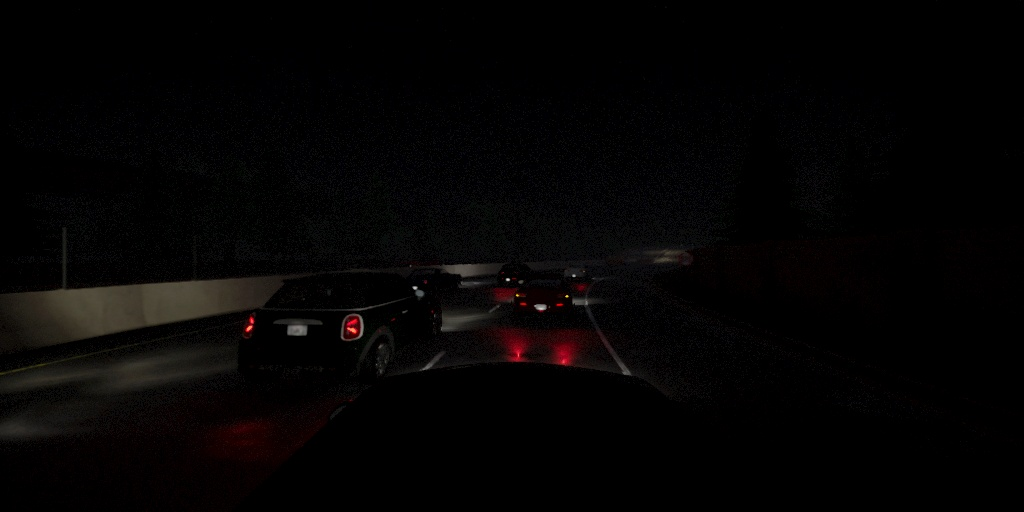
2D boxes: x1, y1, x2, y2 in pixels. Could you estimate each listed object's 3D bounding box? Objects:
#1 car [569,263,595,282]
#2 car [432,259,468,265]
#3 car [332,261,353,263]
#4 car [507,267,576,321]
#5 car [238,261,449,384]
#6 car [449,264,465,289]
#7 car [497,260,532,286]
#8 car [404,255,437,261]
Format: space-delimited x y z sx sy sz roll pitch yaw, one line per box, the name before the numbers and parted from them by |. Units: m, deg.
car | 5.547 1.293 29.737 1.812 1.442 4.674 0 0 20
car | -6.064 1.285 39.039 2.033 1.411 5.357 0 0 23
car | -15.736 1.216 32.855 1.837 1.490 4.892 0 0 18
car | 1.157 1.280 12.438 1.812 1.442 4.674 0 0 8
car | -2.946 1.095 7.292 2.097 1.767 4.553 0 0 4
car | -4.480 1.341 20.469 1.895 1.301 4.718 0 0 12
car | 0.385 1.258 25.218 1.837 1.490 4.892 0 0 16
car | -10.043 0.947 38.527 2.150 2.045 5.566 0 0 22
